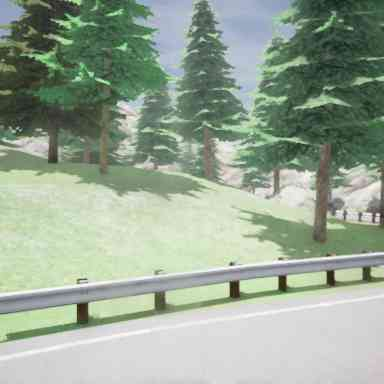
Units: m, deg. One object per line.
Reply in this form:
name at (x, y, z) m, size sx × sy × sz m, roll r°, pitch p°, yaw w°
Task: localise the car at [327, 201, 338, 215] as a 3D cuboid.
car at (12.123, 1.234, 33.670) m, size 2.150 × 2.045 × 5.566 m, roll 0°, pitch 0°, yaw -21°
